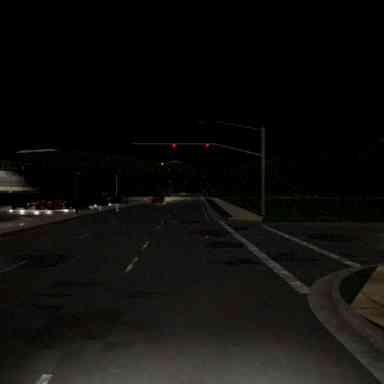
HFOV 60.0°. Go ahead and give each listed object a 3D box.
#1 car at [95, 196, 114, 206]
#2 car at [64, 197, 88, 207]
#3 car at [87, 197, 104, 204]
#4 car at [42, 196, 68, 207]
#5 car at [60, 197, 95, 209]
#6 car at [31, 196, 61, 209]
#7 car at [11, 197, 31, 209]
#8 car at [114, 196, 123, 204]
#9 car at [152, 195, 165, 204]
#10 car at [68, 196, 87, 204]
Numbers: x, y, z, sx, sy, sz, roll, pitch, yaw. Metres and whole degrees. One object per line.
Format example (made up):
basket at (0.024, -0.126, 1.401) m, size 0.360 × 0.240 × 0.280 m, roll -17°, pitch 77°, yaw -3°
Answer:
car at (-15.002, 1.547, 54.761) m, size 2.033 × 1.411 × 5.357 m, roll 0°, pitch 0°, yaw 1°
car at (-18.531, 1.547, 53.417) m, size 2.033 × 1.411 × 5.357 m, roll 0°, pitch 0°, yaw 1°
car at (-18.321, 1.600, 63.372) m, size 1.895 × 1.301 × 4.718 m, roll 0°, pitch 0°, yaw 1°
car at (-22.025, 1.491, 53.747) m, size 2.128 × 1.511 × 4.902 m, roll 0°, pitch 0°, yaw 1°
car at (-15.260, 1.547, 44.703) m, size 2.033 × 1.411 × 5.357 m, roll 0°, pitch 0°, yaw 2°
car at (-18.779, 1.351, 44.008) m, size 2.097 × 1.767 × 4.553 m, roll 0°, pitch 0°, yaw 2°
car at (-22.255, 1.504, 44.624) m, size 1.837 × 1.490 × 4.892 m, roll 0°, pitch 0°, yaw 2°
car at (-14.787, 1.504, 64.937) m, size 1.837 × 1.490 × 4.892 m, roll 0°, pitch 0°, yaw 1°
car at (-6.659, 1.351, 66.200) m, size 2.097 × 1.767 × 4.553 m, roll 0°, pitch 0°, yaw 1°
car at (-21.819, 1.563, 63.504) m, size 1.994 × 1.385 × 4.181 m, roll 0°, pitch 0°, yaw 1°
